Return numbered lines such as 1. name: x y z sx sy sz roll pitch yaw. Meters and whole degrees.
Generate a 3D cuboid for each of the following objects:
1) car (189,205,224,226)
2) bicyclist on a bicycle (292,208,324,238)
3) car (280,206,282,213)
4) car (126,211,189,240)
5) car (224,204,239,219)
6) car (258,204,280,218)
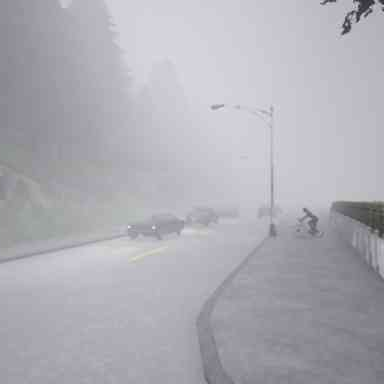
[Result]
1. car: 0.899 2.025 28.423 2.128 1.511 4.902 0 -1 19
2. bicyclist on a bicycle: 6.373 1.685 18.288 1.656 1.620 0.582 0 -2 18
3. car: 12.043 2.428 48.640 1.812 1.442 4.674 0 -1 19
4. car: -2.023 1.973 19.663 1.895 1.301 4.718 0 -1 18
5. car: 4.142 2.189 38.097 1.882 1.535 5.008 0 -1 19
6. car: 8.859 2.230 39.024 1.837 1.490 4.892 0 -1 19
